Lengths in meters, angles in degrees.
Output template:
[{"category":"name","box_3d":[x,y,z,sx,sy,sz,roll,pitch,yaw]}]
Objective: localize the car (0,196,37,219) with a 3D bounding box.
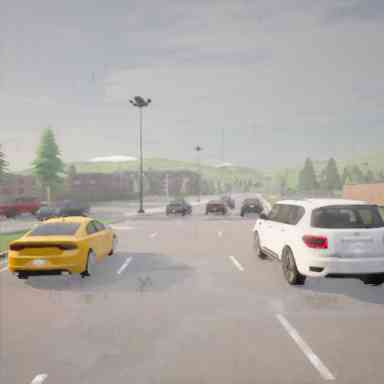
[{"category":"car","box_3d":[-16.920,1.409,31.931,2.150,2.045,5.566,-1,0,11]}]

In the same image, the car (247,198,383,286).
[{"category":"car","box_3d":[3.308,1.203,9.495,2.150,2.045,5.566,-1,0,-2]}]

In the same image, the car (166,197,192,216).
[{"category":"car","box_3d":[-1.224,1.540,32.655,2.128,1.511,4.902,-1,0,10]}]

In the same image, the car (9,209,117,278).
[{"category":"car","box_3d":[-3.693,1.523,10.383,1.882,1.535,5.008,-1,0,-1]}]

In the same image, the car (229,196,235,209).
[{"category":"car","box_3d":[4.780,1.362,46.107,2.097,1.767,4.553,-1,0,13]}]

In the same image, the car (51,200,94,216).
[{"category":"car","box_3d":[-12.630,1.645,35.596,2.128,1.511,4.902,-1,0,11]}]

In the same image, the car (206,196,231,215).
[{"category":"car","box_3d":[2.581,1.494,34.064,1.882,1.535,5.008,-1,0,10]}]

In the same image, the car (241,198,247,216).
[{"category":"car","box_3d":[5.858,1.338,32.508,2.097,1.767,4.553,-1,0,10]}]

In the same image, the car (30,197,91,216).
[{"category":"car","box_3d":[-10.717,1.479,27.574,2.097,1.767,4.553,-1,0,13]}]
